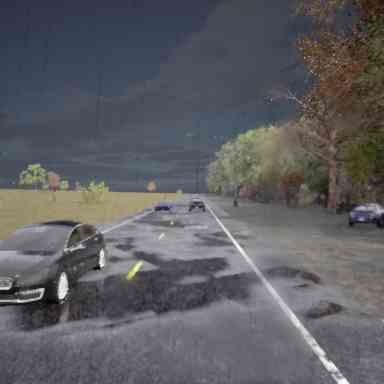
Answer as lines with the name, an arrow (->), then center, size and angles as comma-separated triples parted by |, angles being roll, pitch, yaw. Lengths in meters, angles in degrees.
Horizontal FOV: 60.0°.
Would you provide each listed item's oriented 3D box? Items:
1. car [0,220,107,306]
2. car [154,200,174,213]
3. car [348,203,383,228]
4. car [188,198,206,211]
car -> -3.515, 1.521, 8.275 | 1.837, 1.490, 4.892 | 0, 0, 1
car -> -3.124, 1.624, 37.488 | 1.895, 1.301, 4.718 | 0, 0, 1
car -> 11.634, 1.455, 21.873 | 1.812, 1.442, 4.674 | -1, 0, 38
car -> 0.609, 1.517, 40.474 | 1.837, 1.490, 4.892 | 0, 0, 1
